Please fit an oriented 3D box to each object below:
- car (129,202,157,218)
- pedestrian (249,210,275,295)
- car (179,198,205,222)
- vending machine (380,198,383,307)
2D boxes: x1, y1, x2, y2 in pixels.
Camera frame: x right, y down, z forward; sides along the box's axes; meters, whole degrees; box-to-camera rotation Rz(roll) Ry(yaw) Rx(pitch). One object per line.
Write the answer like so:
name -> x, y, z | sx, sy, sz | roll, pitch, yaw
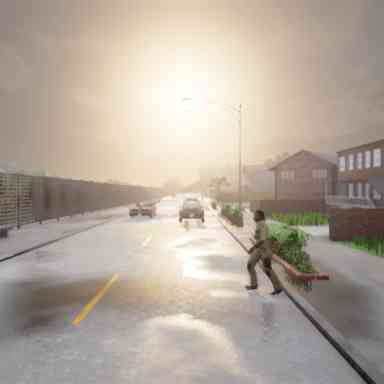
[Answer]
car -> -4.185, 1.524, 28.830 | 1.895, 1.301, 4.718 | 0, 0, 0
pedestrian -> 1.505, 1.274, 7.204 | 0.375, 1.860, 0.375 | 0, 0, 0
car -> -0.011, 1.459, 25.333 | 1.812, 1.442, 4.674 | 0, 0, 0
vending machine -> 4.281, 1.179, 6.162 | 1.100, 2.100, 0.880 | 0, 0, 0
